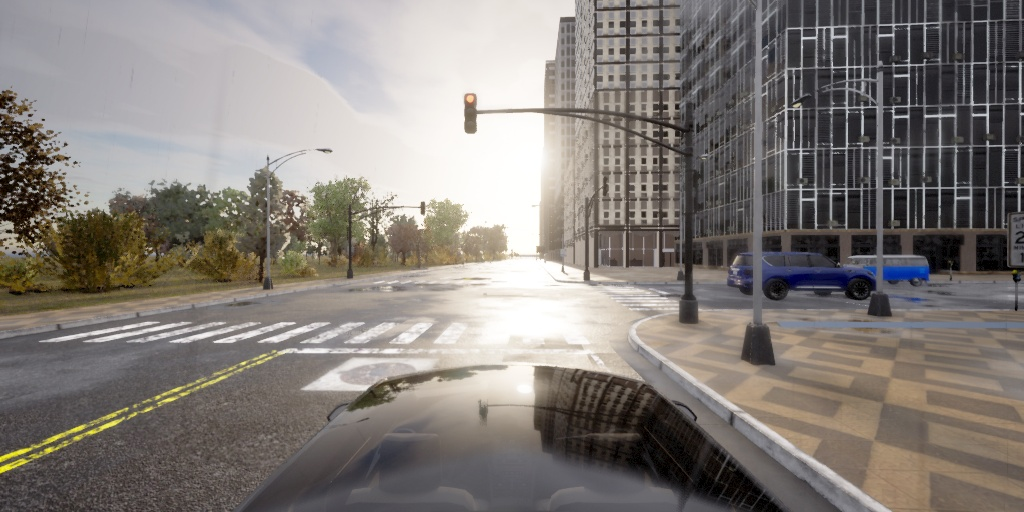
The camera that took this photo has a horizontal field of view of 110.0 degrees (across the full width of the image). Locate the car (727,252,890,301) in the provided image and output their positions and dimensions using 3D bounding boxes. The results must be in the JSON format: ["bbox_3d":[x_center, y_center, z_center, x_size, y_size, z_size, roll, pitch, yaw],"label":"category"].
[{"bbox_3d":[12.731,0.833,15.983,5.566,2.045,2.150,0,0,4],"label":"car"}]

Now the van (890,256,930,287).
[{"bbox_3d":[21.988,0.856,21.226,3.998,1.789,1.690,0,0,4],"label":"van"}]
